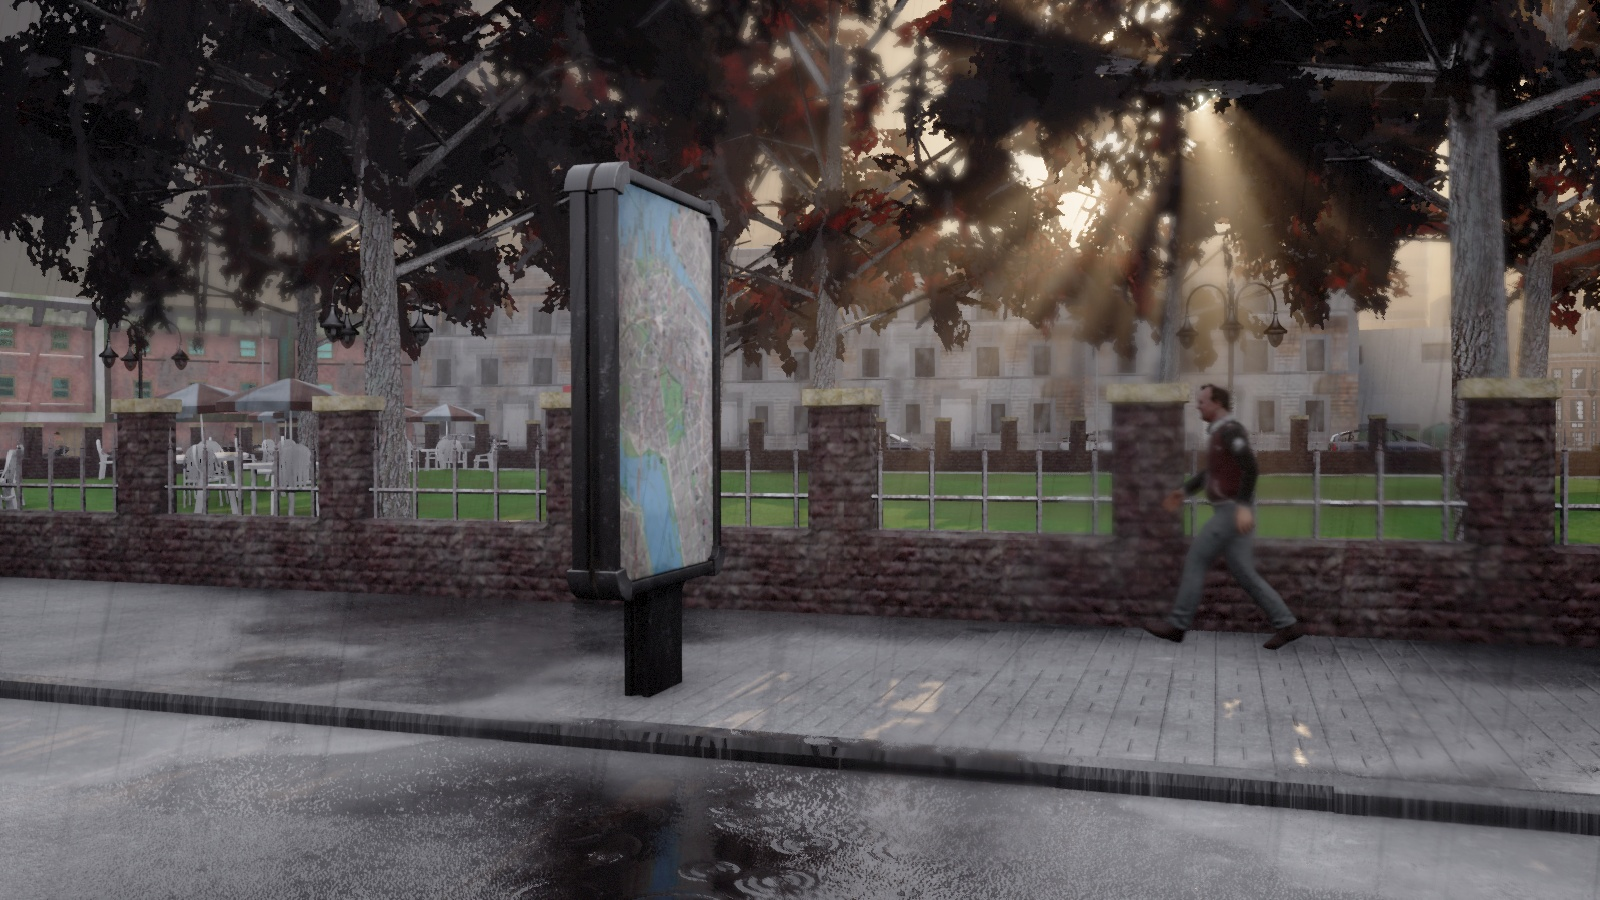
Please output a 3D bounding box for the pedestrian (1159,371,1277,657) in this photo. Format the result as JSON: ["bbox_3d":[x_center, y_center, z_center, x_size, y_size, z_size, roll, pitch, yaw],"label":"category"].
[{"bbox_3d":[2.797,0.412,8.416,0.720,1.854,0.376,1,1,19],"label":"pedestrian"}]

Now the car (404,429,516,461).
[{"bbox_3d":[-16.533,-0.257,61.101,4.902,1.511,2.128,1,1,18],"label":"car"}]

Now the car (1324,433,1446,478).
[{"bbox_3d":[20.685,0.169,44.551,3.705,1.549,1.789,0,1,18],"label":"car"}]

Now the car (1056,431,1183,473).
[{"bbox_3d":[12.073,0.060,47.409,4.514,1.525,2.007,1,1,18],"label":"car"}]

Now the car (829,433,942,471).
[{"bbox_3d":[3.440,0.048,50.274,4.193,1.474,1.816,1,1,18],"label":"car"}]

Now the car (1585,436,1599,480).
[{"bbox_3d":[28.829,0.278,41.844,4.193,1.474,1.816,1,1,18],"label":"car"}]
